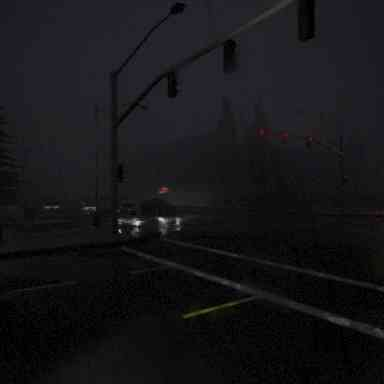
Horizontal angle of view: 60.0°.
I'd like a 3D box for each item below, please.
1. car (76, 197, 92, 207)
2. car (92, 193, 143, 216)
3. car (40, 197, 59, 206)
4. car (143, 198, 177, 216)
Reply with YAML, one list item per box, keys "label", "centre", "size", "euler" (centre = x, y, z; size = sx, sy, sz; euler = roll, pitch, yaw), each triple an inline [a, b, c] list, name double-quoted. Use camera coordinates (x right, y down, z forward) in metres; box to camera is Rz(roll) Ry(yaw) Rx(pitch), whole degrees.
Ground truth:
- label: "car"
  centre: [-15.235, 1.434, 48.137]
  size: [2.033, 1.411, 5.357]
  euler: [-1, 0, -35]
- label: "car"
  centre: [-6.940, 1.134, 30.483]
  size: [2.150, 2.045, 5.566]
  euler: [-1, 0, -36]
- label: "car"
  centre: [-22.455, 1.459, 52.306]
  size: [2.033, 1.411, 5.357]
  euler: [-1, 0, -35]
- label: "car"
  centre: [-3.307, 1.365, 31.423]
  size: [1.882, 1.535, 5.008]
  euler: [-1, 0, -36]
